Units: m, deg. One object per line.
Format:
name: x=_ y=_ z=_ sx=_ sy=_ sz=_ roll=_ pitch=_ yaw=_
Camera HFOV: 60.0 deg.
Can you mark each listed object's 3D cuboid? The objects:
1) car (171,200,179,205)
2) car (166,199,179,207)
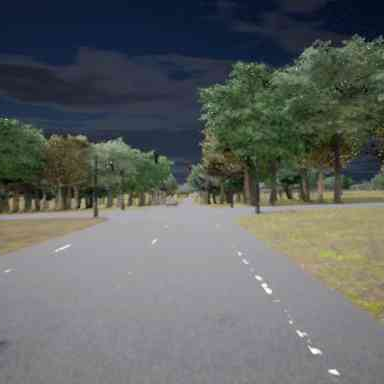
car: x=-4.788 y=3.053 z=95.534 sx=2.033 sy=1.411 sz=5.357 roll=0 pitch=-2 yaw=-1
car: x=-4.165 y=2.110 z=67.048 sx=2.097 sy=1.767 sz=4.553 roll=0 pitch=-1 yaw=-1
